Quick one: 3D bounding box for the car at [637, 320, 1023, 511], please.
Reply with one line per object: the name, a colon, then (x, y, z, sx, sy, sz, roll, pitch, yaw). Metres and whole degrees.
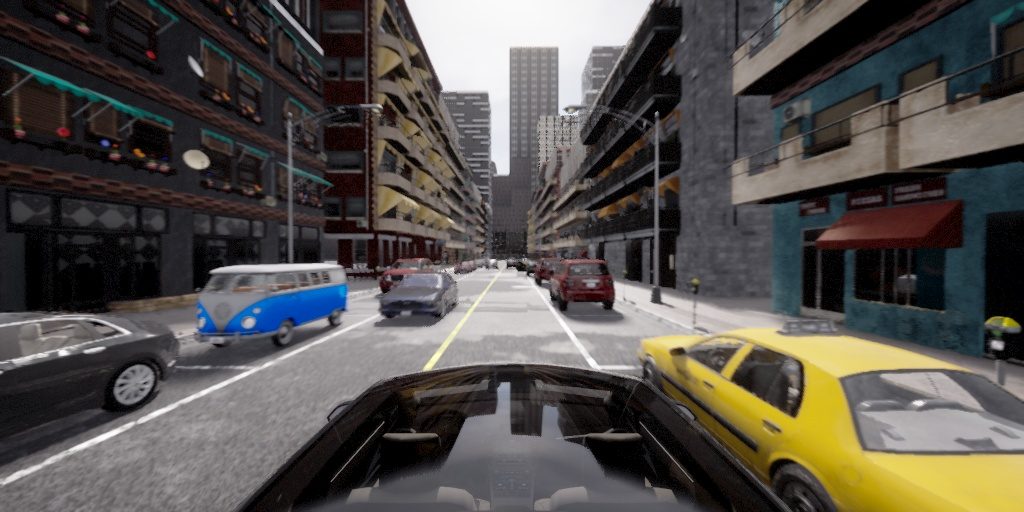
car: (2.690, 1.275, 3.516, 1.751, 1.417, 4.829, 0, 0, 0)

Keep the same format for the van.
van: (-5.658, 1.091, 8.976, 1.690, 1.789, 3.998, 0, 0, 0)

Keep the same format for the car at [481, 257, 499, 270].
car: (-3.051, 1.244, 54.057, 2.128, 1.511, 4.902, 0, 0, 0)

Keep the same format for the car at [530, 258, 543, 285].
car: (2.690, 1.065, 25.754, 2.192, 1.841, 5.009, 0, 0, 0)

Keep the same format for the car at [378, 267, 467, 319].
car: (-3.099, 1.297, 13.161, 2.033, 1.411, 5.357, 0, 0, 0)

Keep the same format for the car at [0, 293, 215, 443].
car: (-5.658, 1.300, 3.374, 2.007, 1.370, 4.403, 0, 0, 0)

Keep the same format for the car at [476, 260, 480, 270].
car: (-5.691, 1.334, 48.191, 1.802, 1.307, 4.207, 0, 0, 0)

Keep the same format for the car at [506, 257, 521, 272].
car: (0.008, 1.259, 55.607, 1.837, 1.490, 4.892, 0, 0, 0)

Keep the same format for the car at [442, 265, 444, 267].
car: (-5.698, 1.301, 25.783, 2.007, 1.370, 4.403, 0, 0, 0)

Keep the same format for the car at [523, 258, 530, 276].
car: (2.355, 1.256, 36.590, 1.837, 1.490, 4.892, 0, 0, 0)

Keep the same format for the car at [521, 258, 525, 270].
car: (2.690, 1.279, 65.138, 1.751, 1.417, 4.829, 0, 0, 0)

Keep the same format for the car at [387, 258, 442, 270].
car: (-5.681, 1.065, 20.180, 2.192, 1.841, 5.009, 0, 0, 0)

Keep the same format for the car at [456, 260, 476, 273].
car: (-5.691, 1.333, 42.589, 1.802, 1.307, 4.207, 0, 0, 0)

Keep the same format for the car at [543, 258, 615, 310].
car: (2.690, 1.065, 14.550, 2.192, 1.841, 5.009, 0, 0, 0)
